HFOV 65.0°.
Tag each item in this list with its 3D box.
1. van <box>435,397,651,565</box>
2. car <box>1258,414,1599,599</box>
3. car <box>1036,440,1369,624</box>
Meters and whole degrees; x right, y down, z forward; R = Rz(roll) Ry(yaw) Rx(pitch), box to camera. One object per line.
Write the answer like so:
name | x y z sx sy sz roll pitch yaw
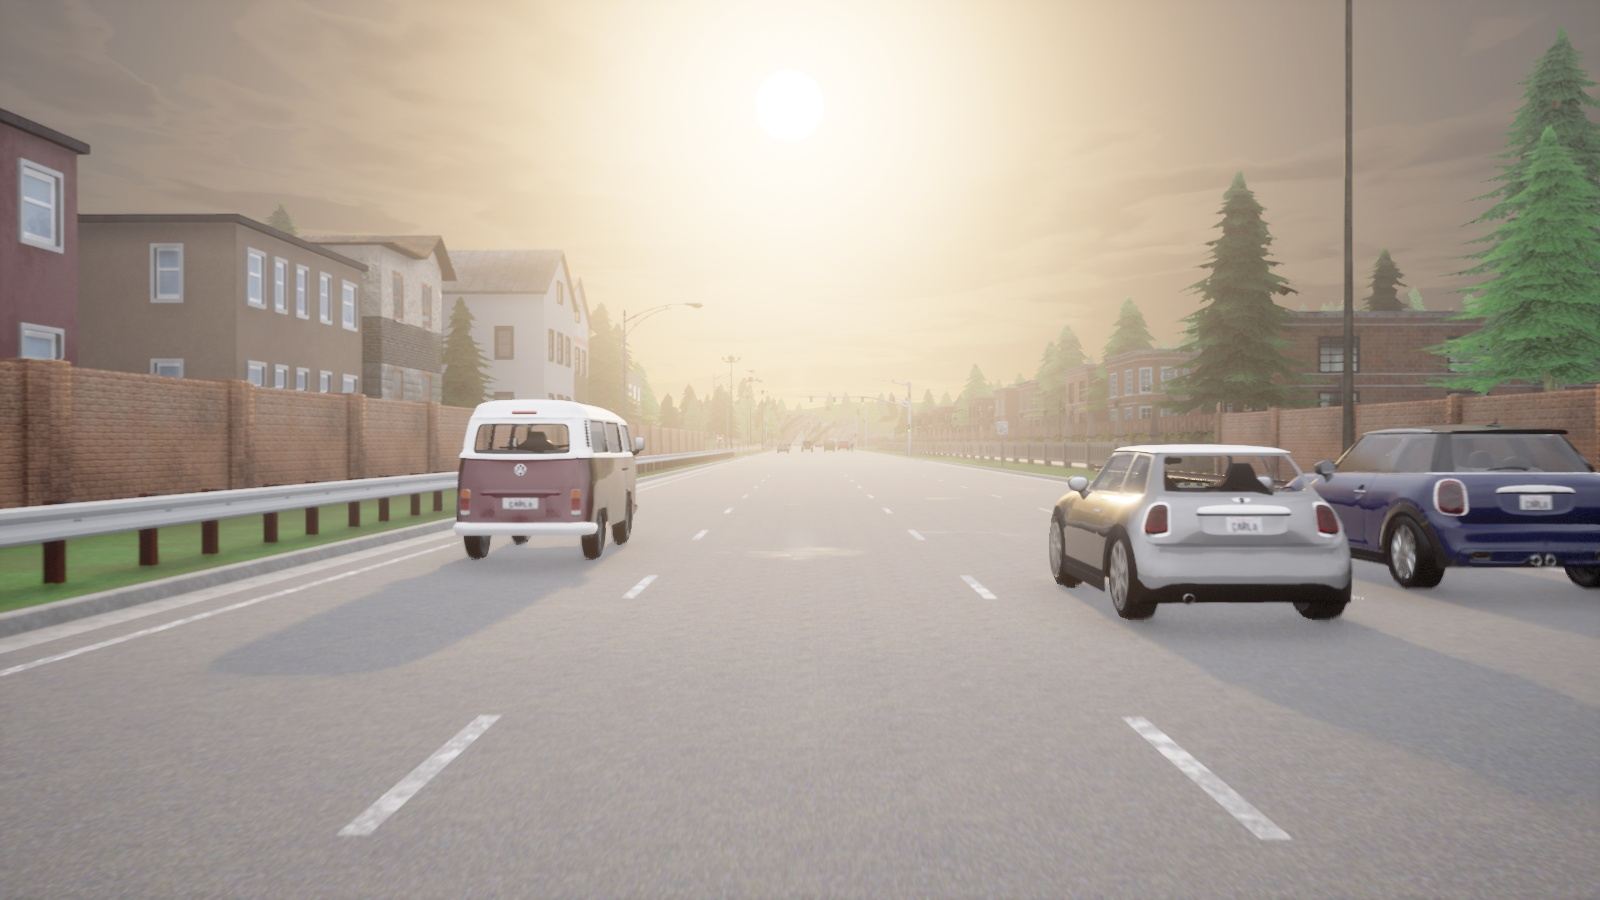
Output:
van | -3.385 0.368 17.488 2.069 2.038 4.480 0 0 0
car | 7.097 0.530 14.326 2.097 1.767 4.553 0 0 0
car | 3.584 0.647 11.980 1.970 1.475 3.806 0 0 0
